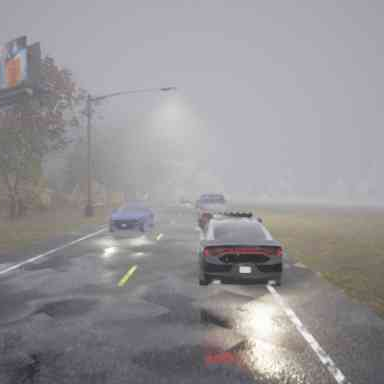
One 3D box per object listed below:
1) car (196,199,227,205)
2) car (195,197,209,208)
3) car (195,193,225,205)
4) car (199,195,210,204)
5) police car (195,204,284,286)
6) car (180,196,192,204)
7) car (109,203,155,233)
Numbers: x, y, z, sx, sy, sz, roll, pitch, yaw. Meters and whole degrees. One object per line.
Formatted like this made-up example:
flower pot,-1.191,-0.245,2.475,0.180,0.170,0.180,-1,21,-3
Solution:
car,1.311,1.378,19.220,1.882,1.535,5.008,0,0,1
car,1.446,1.419,46.597,1.812,1.442,4.674,0,0,4
car,1.490,1.111,25.227,2.150,2.045,5.566,0,0,2
car,2.325,1.392,59.981,1.882,1.535,5.008,0,0,4
police car,1.118,1.366,9.365,1.930,1.638,5.238,0,0,1
car,-1.108,1.464,60.858,2.033,1.411,5.357,0,0,5
car,-3.322,1.379,19.063,1.882,1.535,5.008,0,0,2
